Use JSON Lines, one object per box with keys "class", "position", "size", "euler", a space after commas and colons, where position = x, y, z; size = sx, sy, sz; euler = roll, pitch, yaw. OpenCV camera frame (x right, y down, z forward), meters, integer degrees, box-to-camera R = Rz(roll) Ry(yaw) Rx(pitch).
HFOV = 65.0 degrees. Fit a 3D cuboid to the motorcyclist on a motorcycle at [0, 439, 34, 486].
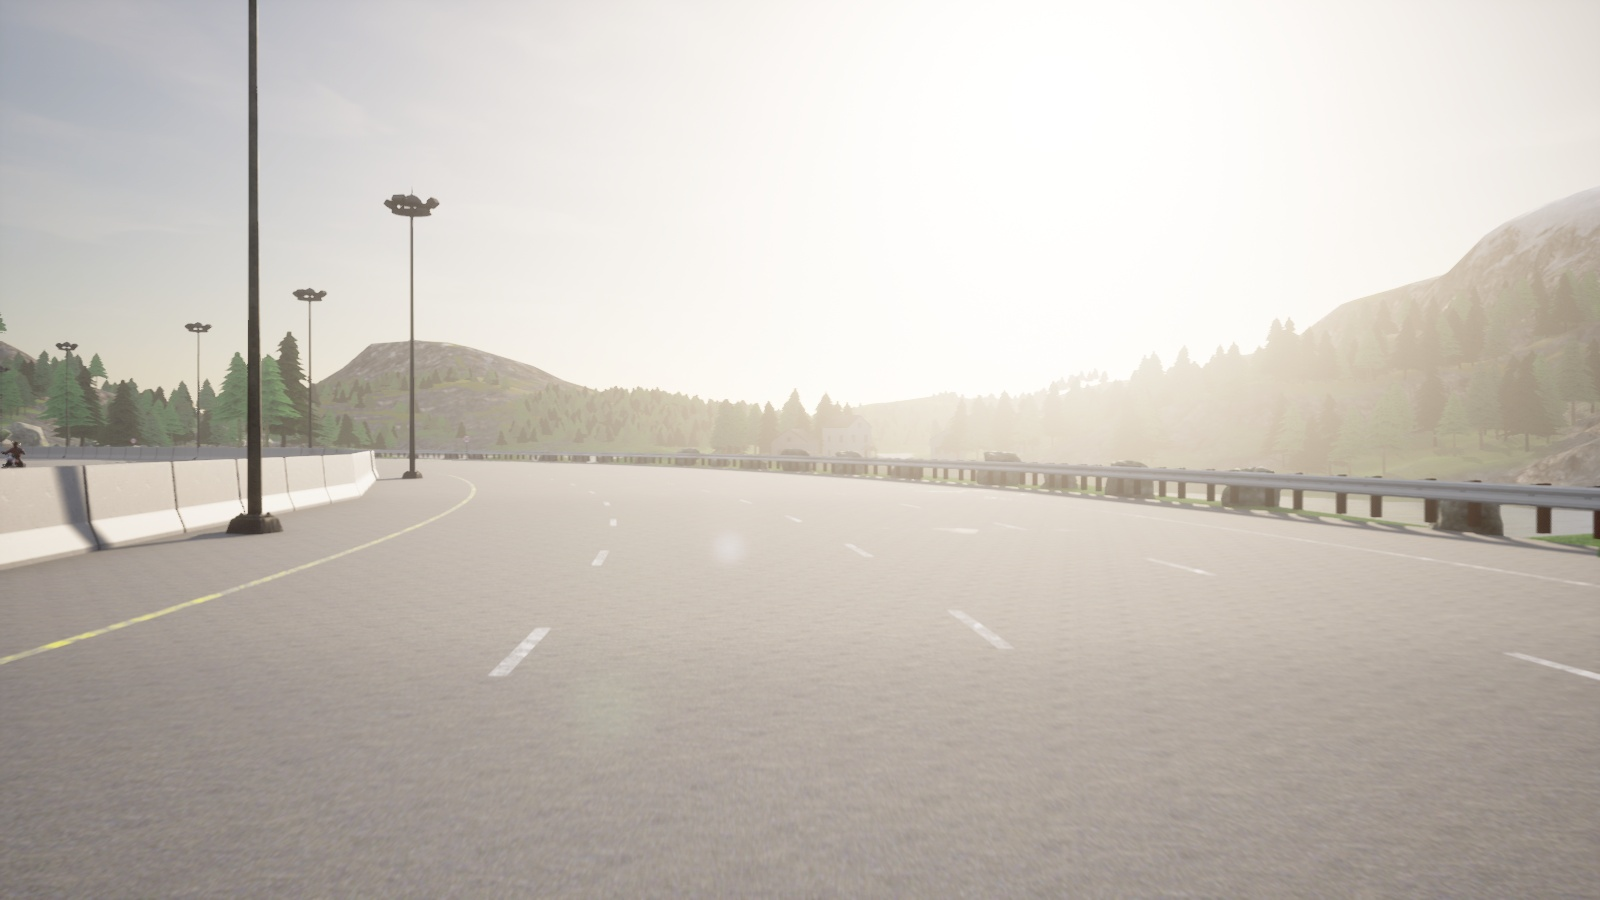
{"class": "motorcyclist on a motorcycle", "position": [-28.205, 0.431, 44.965], "size": [0.766, 1.649, 2.350], "euler": [-1, 1, -18]}
